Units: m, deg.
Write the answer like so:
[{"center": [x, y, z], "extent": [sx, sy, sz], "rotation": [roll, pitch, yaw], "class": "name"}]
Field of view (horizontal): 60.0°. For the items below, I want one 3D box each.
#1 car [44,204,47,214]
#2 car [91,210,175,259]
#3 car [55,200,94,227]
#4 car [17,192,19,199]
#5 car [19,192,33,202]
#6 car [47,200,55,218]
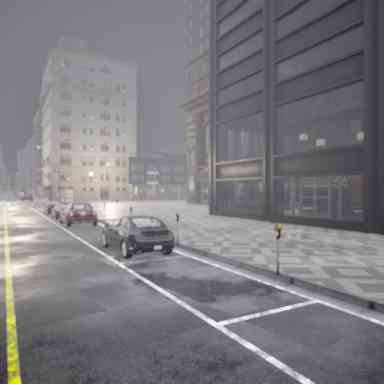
[{"center": [-13.242, 1.480, 32.148], "extent": [1.887, 1.381, 4.507], "rotation": [0, 0, -29], "class": "car"}, {"center": [-2.153, 1.532, 12.505], "extent": [2.008, 1.369, 4.403], "rotation": [0, 0, -29], "class": "car"}, {"center": [-7.697, 1.399, 22.325], "extent": [1.967, 1.590, 4.097], "rotation": [0, 0, -29], "class": "car"}, {"center": [-40.403, 1.270, 80.258], "extent": [1.887, 1.381, 4.507], "rotation": [0, 0, -29], "class": "car"}, {"center": [-34.840, 1.095, 70.406], "extent": [2.192, 1.841, 5.009], "rotation": [0, 0, -29], "class": "car"}, {"center": [-10.470, 1.529, 27.237], "extent": [1.802, 1.307, 4.206], "rotation": [0, 0, -29], "class": "car"}]
